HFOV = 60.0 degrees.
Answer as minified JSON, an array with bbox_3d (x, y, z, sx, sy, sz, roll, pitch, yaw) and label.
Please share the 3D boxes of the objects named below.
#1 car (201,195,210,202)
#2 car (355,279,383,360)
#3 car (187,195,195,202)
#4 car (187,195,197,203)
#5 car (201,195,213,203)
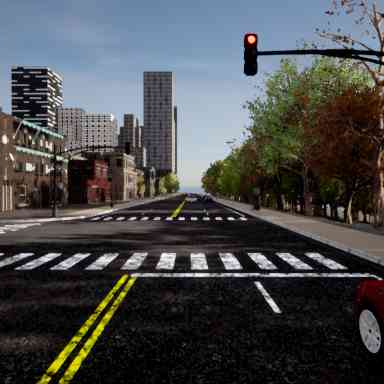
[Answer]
[{"bbox_3d":[3.088,1.468,76.289,1.837,1.490,4.892,0,0,0],"label":"car"},{"bbox_3d":[3.344,1.477,2.928,1.882,1.535,5.008,0,0,0],"label":"car"},{"bbox_3d":[-0.167,1.467,77.348,1.837,1.490,4.892,0,0,0],"label":"car"},{"bbox_3d":[-0.045,1.573,67.309,1.895,1.301,4.718,0,0,0],"label":"car"},{"bbox_3d":[3.206,1.521,65.794,2.033,1.411,5.357,0,0,0],"label":"car"}]
